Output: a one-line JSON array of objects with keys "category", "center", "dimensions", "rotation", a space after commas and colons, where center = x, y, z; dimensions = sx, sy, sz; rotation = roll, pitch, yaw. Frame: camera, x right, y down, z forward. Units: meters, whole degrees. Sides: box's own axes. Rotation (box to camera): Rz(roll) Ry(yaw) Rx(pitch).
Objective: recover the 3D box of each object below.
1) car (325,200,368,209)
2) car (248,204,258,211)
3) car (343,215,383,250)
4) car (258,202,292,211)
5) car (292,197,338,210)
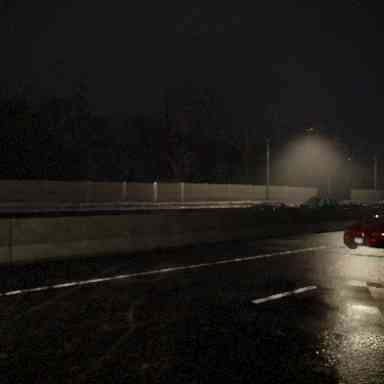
[{"category": "car", "center": [15.346, 1.843, 32.115], "dimensions": [4.892, 1.490, 1.837], "rotation": [1, -1, -35]}, {"category": "car", "center": [8.823, 1.897, 40.357], "dimensions": [4.181, 1.385, 1.994], "rotation": [1, 0, -35]}, {"category": "car", "center": [8.151, 1.683, 13.855], "dimensions": [4.674, 1.442, 1.812], "rotation": [1, 0, -35]}, {"category": "car", "center": [9.993, 1.922, 36.898], "dimensions": [4.718, 1.301, 1.895], "rotation": [1, 0, -35]}, {"category": "car", "center": [13.456, 1.561, 35.068], "dimensions": [5.566, 2.045, 2.150], "rotation": [1, 0, -35]}]
